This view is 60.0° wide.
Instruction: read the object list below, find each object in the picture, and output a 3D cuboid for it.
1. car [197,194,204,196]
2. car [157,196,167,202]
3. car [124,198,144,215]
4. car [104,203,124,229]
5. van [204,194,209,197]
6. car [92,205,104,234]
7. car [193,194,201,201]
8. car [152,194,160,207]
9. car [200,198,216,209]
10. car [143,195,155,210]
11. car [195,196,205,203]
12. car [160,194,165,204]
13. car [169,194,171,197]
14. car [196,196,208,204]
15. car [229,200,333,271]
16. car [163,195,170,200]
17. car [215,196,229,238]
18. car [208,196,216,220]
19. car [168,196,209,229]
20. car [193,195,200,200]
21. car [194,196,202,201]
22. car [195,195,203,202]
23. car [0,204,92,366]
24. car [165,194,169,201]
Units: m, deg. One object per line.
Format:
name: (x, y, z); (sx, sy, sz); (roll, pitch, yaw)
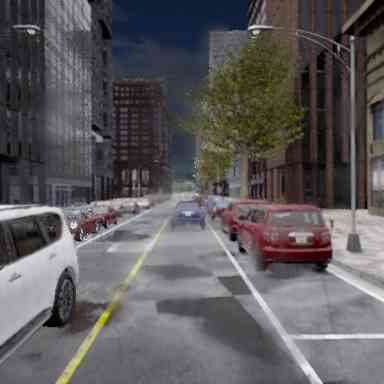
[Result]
car: (1.932, 1.289, 55.815); (2.192, 1.841, 5.009); (0, 0, -1)
car: (-6.972, 1.610, 78.232); (1.887, 1.381, 4.507); (0, 0, -1)
car: (-6.207, 1.594, 33.129); (1.802, 1.307, 4.206); (0, 0, -1)
car: (-6.016, 1.562, 21.852); (1.887, 1.381, 4.507); (0, 0, -1)
van: (2.316, 1.300, 33.261); (1.690, 1.788, 3.998); (0, 0, -1)
car: (-5.921, 1.460, 16.214); (1.967, 1.590, 4.097); (0, 0, -1)
car: (1.360, 1.477, 89.648); (1.967, 1.590, 4.097); (-1, 0, -1)
car: (-6.497, 1.334, 50.041); (2.192, 1.841, 5.009); (0, 0, -1)
car: (2.125, 1.541, 44.538); (1.802, 1.307, 4.206); (0, 0, -1)
car: (-6.396, 1.537, 44.234); (1.752, 1.417, 4.829); (0, 0, -1)
car: (1.648, 1.567, 72.731); (1.947, 1.339, 4.313); (0, 0, -1)
car: (-6.687, 1.352, 61.318); (2.192, 1.841, 5.009); (0, 0, -1)
car: (-7.163, 1.656, 89.508); (1.947, 1.339, 4.313); (-1, 0, -1)
car: (1.839, 1.528, 61.454); (1.887, 1.381, 4.507); (0, 0, -1)
car: (2.698, 1.285, 10.706); (2.192, 1.841, 5.009); (0, 0, -1)
car: (-7.259, 1.672, 95.145); (1.947, 1.339, 4.313); (-1, 0, -1)
car: (2.602, 1.282, 16.344); (2.192, 1.841, 5.009); (0, 0, -1)
car: (2.412, 1.402, 27.622); (1.967, 1.590, 4.097); (0, 0, -1)
car: (-0.253, 1.333, 21.553); (2.097, 1.767, 4.553); (0, 0, -1)
car: (1.265, 1.635, 95.286); (1.802, 1.307, 4.206); (-1, 0, -1)
car: (1.457, 1.606, 84.008); (1.802, 1.307, 4.206); (-1, 0, -1)
car: (1.548, 1.538, 78.541); (1.752, 1.417, 4.829); (-1, 0, -1)
car: (-3.148, 1.235, 4.066); (2.150, 2.045, 5.566); (0, 0, -1)
car: (-6.878, 1.370, 72.593); (2.192, 1.841, 5.009); (0, 0, -1)
